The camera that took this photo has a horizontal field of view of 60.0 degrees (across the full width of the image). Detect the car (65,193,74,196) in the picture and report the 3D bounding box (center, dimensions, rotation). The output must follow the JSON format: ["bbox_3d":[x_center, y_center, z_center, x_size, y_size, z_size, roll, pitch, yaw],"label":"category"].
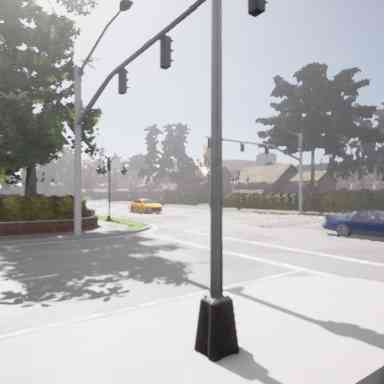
[{"bbox_3d":[-20.101,1.189,56.245,2.150,2.045,5.566,0,0,-36],"label":"car"}]

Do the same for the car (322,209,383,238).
[{"bbox_3d":[8.982,1.553,15.892,2.033,1.411,5.357,0,0,-34],"label":"car"}]

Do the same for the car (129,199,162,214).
[{"bbox_3d":[-4.978,1.492,35.409,1.882,1.535,5.008,0,0,-36],"label":"car"}]
